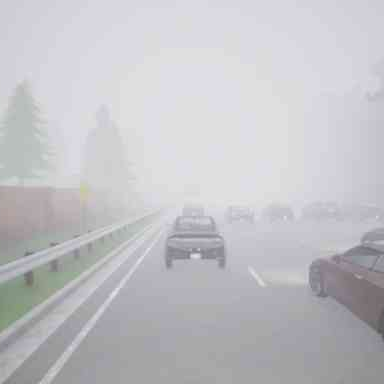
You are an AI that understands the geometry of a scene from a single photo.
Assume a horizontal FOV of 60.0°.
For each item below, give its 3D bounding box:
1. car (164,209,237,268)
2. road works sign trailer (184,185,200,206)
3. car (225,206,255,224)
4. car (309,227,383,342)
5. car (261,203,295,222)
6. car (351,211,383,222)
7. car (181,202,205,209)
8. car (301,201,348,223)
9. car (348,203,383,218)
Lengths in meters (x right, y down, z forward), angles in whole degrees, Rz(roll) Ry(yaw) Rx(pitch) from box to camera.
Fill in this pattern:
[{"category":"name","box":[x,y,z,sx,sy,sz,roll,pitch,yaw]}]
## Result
[{"category":"car","box":[0.100,1.552,11.507,2.128,1.511,4.902,0,0,0]},{"category":"road works sign trailer","box":[-0.007,0.722,49.313,2.380,3.560,2.880,0,0,0]},{"category":"car","box":[3.597,1.738,26.261,1.895,1.301,4.718,0,0,0]},{"category":"car","box":[3.586,1.556,5.696,1.812,1.442,4.674,0,0,0]},{"category":"car","box":[7.097,1.650,27.791,1.837,1.490,4.892,0,0,0]},{"category":"car","box":[7.100,1.558,10.279,1.837,1.490,4.892,0,0,0]},{"category":"car","box":[0.097,1.631,29.377,1.882,1.535,5.008,0,0,0]},{"category":"car","box":[10.598,1.495,27.464,2.097,1.767,4.553,0,0,0]},{"category":"car","box":[14.098,1.649,27.788,1.837,1.490,4.892,0,0,0]}]
